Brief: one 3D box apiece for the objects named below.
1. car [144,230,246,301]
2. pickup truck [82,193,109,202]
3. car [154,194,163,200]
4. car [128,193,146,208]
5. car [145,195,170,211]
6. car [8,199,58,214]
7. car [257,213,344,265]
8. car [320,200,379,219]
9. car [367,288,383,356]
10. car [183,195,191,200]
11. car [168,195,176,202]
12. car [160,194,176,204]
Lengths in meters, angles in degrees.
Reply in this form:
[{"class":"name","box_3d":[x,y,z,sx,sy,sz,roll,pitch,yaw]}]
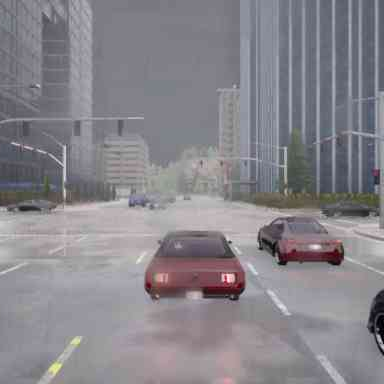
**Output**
[{"class":"car","box_3d":[0.071,1.600,8.289,1.895,1.301,4.718,0,0,0]},{"class":"pickup truck","box_3d":[-21.197,1.055,73.336,2.390,2.098,6.274,0,0,30]},{"class":"car","box_3d":[-8.214,1.226,82.932,1.837,1.490,4.892,0,0,-1]},{"class":"car","box_3d":[-7.804,1.220,48.322,2.150,2.045,5.566,0,0,-1]},{"class":"car","box_3d":[-4.166,1.490,41.115,2.128,1.511,4.902,0,0,-1]},{"class":"car","box_3d":[-16.884,1.490,35.321,4.902,1.511,2.128,0,0,-4]},{"class":"car","box_3d":[3.577,1.563,11.647,1.994,1.385,4.181,0,0,0]},{"class":"car","box_3d":[13.554,1.503,28.519,4.892,1.490,1.837,0,1,2]},{"class":"car","box_3d":[3.608,1.564,3.236,1.994,1.385,4.181,0,0,-1]},{"class":"car","box_3d":[-1.295,1.548,88.561,1.994,1.385,4.181,0,0,-1]},{"class":"car","box_3d":[-4.640,1.478,77.864,1.837,1.490,4.892,0,0,-1]},{"class":"car","box_3d":[-4.475,1.544,62.237,2.033,1.411,5.357,0,0,0]}]
